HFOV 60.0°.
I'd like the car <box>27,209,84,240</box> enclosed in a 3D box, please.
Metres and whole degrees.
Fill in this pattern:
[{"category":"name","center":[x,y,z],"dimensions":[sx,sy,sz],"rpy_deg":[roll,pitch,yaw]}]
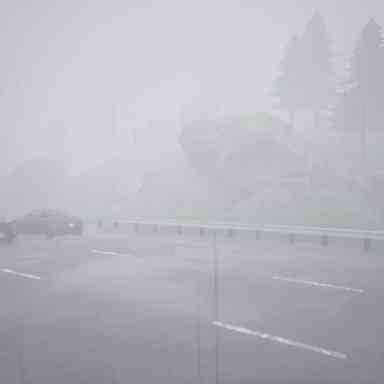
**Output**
[{"category":"car","center":[-7.569,1.572,17.115],"dimensions":[4.181,1.385,1.994],"rpy_deg":[0,0,31]}]

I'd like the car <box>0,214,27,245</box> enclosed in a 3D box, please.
[{"category":"car","center":[-9.381,1.533,14.120],"dimensions":[4.674,1.442,1.812],"rpy_deg":[0,0,31]}]
